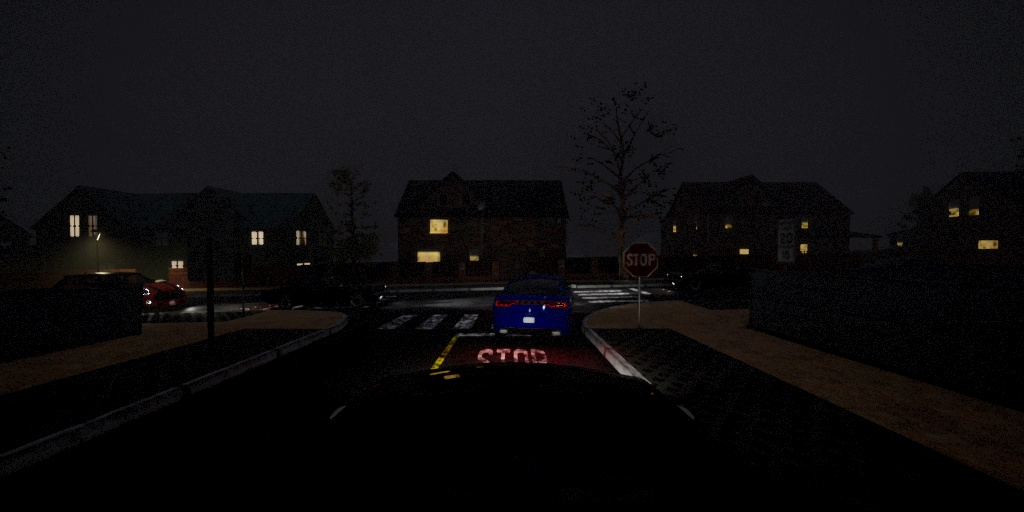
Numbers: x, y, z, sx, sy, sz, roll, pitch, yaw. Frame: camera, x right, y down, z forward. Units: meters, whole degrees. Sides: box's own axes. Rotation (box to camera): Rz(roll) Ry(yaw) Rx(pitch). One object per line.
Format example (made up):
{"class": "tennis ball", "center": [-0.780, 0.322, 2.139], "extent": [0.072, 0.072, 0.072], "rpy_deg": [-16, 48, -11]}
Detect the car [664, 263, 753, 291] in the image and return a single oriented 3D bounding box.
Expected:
{"class": "car", "center": [10.402, 1.034, 18.294], "extent": [4.718, 1.301, 1.895], "rpy_deg": [-1, 1, -1]}

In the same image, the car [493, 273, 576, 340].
{"class": "car", "center": [0.782, 1.226, 10.154], "extent": [1.882, 1.535, 5.008], "rpy_deg": [0, 0, 10]}

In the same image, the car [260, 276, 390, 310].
{"class": "car", "center": [-7.818, 1.506, 15.358], "extent": [4.718, 1.301, 1.895], "rpy_deg": [-1, 1, 0]}

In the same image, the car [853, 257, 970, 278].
{"class": "car", "center": [20.048, 0.753, 18.334], "extent": [5.357, 1.411, 2.033], "rpy_deg": [-1, 1, 0]}

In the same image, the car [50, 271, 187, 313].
{"class": "car", "center": [-16.806, 1.471, 15.346], "extent": [4.553, 1.767, 2.097], "rpy_deg": [-1, 1, 0]}
